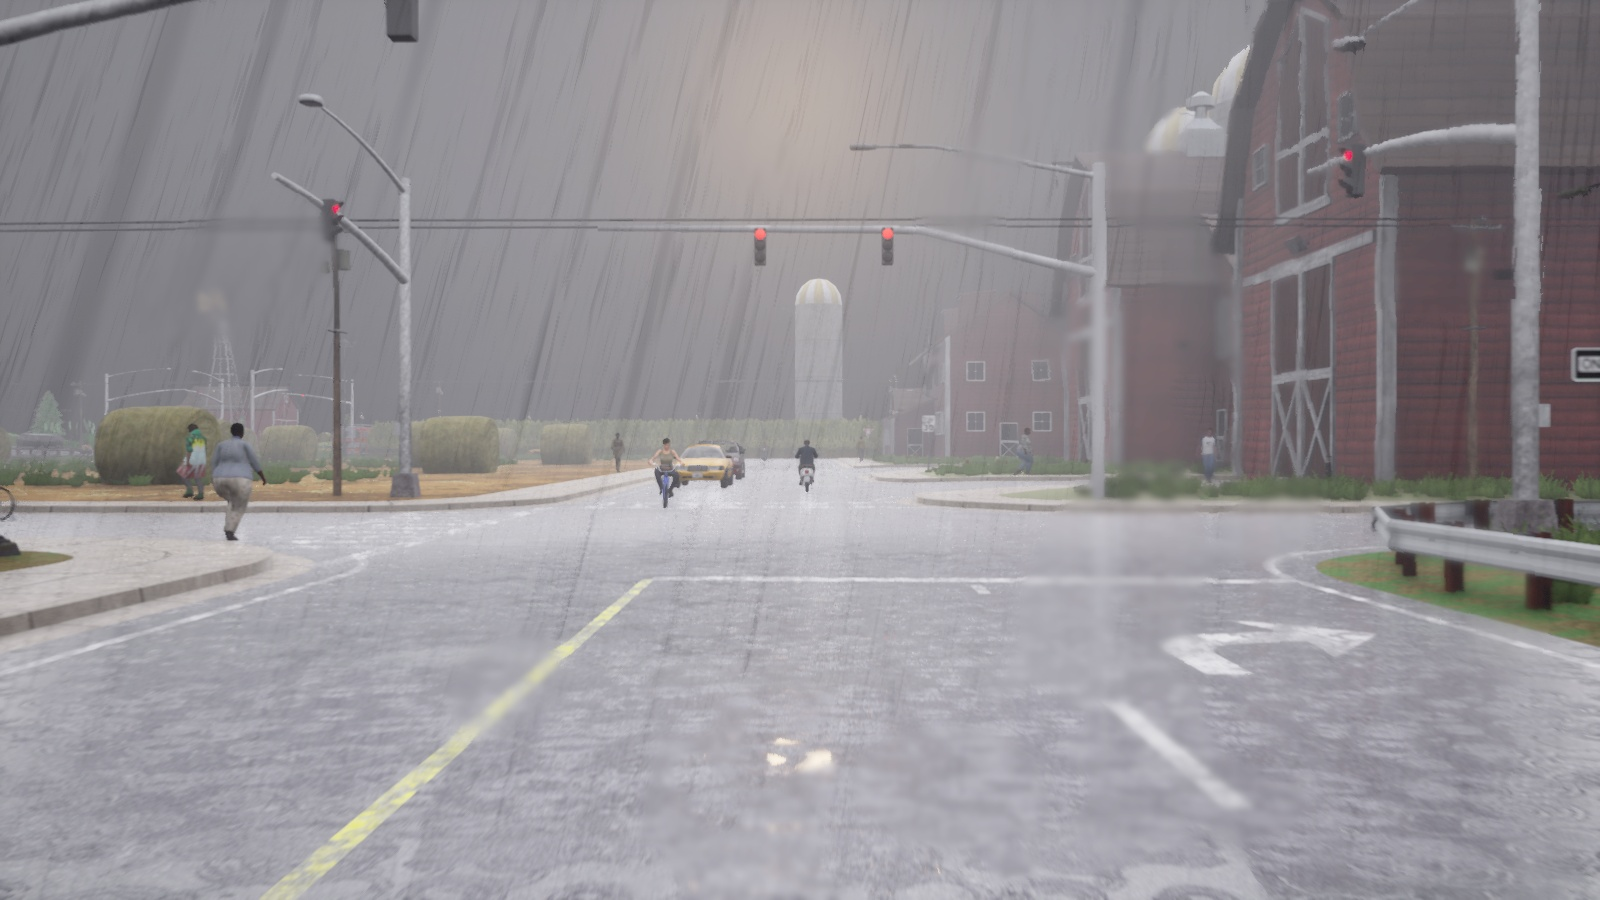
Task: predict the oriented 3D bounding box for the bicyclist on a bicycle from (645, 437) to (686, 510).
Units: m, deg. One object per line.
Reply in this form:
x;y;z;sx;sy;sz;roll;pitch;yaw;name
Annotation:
-3.107;0.520;28.816;0.866;1.612;1.509;2;1;-7;bicyclist on a bicycle

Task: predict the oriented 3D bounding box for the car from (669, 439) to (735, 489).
-3.258;0.438;42.784;1.801;1.575;5.366;0;0;0;car

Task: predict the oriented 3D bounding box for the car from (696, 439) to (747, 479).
-3.208;0.349;52.152;1.851;1.617;3.988;0;0;0;car

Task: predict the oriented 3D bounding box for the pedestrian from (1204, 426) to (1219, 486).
12.626;0.184;38.518;0.354;1.836;0.706;0;0;11;pedestrian

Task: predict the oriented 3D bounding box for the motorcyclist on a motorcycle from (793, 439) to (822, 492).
0.220;0.466;38.649;0.866;1.590;1.817;0;0;0;motorcyclist on a motorcycle

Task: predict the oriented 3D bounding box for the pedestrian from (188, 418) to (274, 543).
-8.627;0.447;19.073;0.874;1.855;0.900;0;0;3;pedestrian

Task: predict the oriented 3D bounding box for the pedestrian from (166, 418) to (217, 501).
-14.510;0.230;29.958;0.873;1.952;0.659;0;0;17;pedestrian

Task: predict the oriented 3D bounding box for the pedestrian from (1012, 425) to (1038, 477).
8.264;0.031;46.089;0.900;1.855;0.874;0;0;13;pedestrian

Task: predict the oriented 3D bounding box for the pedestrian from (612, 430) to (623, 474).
-8.187;0.084;56.374;0.396;1.930;0.692;0;0;0;pedestrian
